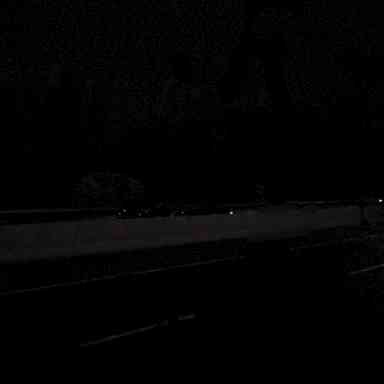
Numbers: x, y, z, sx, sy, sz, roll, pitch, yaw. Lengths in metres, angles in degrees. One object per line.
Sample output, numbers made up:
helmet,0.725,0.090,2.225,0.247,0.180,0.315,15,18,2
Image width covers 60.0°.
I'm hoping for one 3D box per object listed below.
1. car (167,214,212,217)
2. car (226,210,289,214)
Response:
car,0.566,1.504,25.910,4.902,1.511,2.128,0,0,-36
car,5.026,1.611,24.800,4.718,1.301,1.895,0,0,-36
